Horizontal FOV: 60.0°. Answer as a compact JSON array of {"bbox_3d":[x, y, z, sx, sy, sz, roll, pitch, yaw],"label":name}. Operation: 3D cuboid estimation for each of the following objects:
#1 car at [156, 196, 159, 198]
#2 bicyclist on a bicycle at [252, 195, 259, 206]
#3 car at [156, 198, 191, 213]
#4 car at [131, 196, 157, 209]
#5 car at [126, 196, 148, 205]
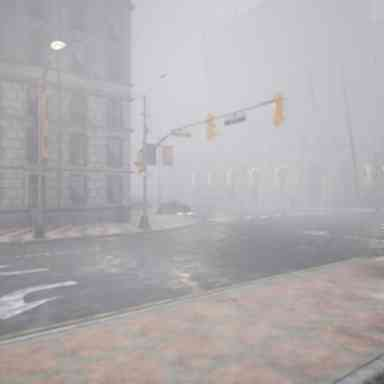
[{"bbox_3d":[-7.553,1.565,64.705,1.812,1.442,4.674,0,0,-35],"label":"car"},{"bbox_3d":[9.997,1.349,52.485,1.656,1.620,0.582,0,0,-36],"label":"bicyclist on a bicycle"},{"bbox_3d":[-1.934,1.590,38.305,1.994,1.385,4.181,0,0,-36],"label":"car"},{"bbox_3d":[-7.066,1.627,45.465,1.895,1.301,4.718,0,0,-35],"label":"car"},{"bbox_3d":[-10.402,1.527,62.498,2.128,1.511,4.902,0,0,-35],"label":"car"}]
